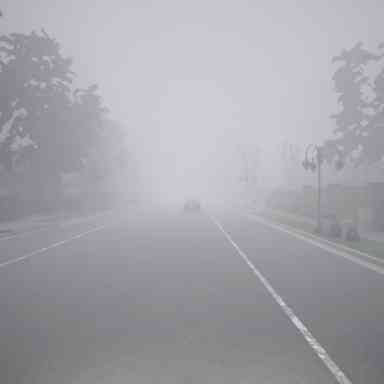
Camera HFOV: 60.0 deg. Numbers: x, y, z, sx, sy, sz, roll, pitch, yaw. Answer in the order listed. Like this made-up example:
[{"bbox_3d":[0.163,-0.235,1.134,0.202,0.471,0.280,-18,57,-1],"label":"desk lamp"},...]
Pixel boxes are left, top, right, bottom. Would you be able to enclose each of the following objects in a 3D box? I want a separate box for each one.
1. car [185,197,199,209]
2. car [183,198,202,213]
[{"bbox_3d":[-0.020,1.503,46.423,1.812,1.442,4.674,0,0,0],"label":"car"},{"bbox_3d":[0.044,1.488,36.417,2.128,1.511,4.902,0,0,0],"label":"car"}]
